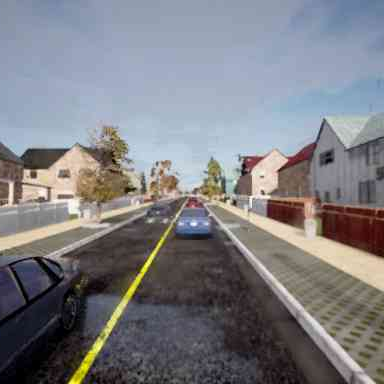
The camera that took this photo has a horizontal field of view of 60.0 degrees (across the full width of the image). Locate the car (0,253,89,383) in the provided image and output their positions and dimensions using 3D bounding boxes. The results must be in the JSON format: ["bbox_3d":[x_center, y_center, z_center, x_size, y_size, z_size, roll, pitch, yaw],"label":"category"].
[{"bbox_3d":[-2.834,1.542,3.959,2.033,1.411,5.357,0,0,0],"label":"car"}]

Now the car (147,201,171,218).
[{"bbox_3d":[-2.841,1.528,29.640,1.994,1.385,4.181,0,0,0],"label":"car"}]

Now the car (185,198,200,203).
[{"bbox_3d":[0.105,1.476,42.259,1.812,1.442,4.674,0,0,0],"label":"car"}]

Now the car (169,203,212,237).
[{"bbox_3d":[0.087,1.526,17.928,2.033,1.411,5.357,0,0,0],"label":"car"}]
